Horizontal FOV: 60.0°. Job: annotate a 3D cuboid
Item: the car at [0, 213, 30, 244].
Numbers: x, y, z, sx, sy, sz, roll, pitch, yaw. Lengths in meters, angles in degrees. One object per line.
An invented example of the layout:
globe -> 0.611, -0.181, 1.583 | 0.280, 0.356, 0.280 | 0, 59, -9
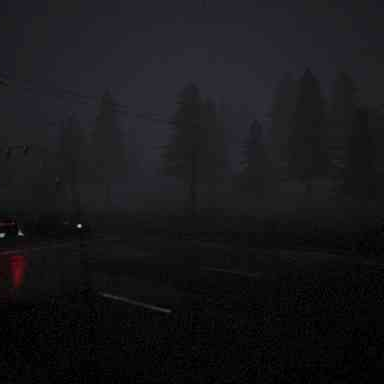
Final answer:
car -> -9.944, 1.615, 15.383 | 4.902, 1.511, 2.128 | -1, 0, 36

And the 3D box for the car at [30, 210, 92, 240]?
car -> -7.248, 1.681, 17.757 | 4.181, 1.385, 1.994 | -1, 0, 36
